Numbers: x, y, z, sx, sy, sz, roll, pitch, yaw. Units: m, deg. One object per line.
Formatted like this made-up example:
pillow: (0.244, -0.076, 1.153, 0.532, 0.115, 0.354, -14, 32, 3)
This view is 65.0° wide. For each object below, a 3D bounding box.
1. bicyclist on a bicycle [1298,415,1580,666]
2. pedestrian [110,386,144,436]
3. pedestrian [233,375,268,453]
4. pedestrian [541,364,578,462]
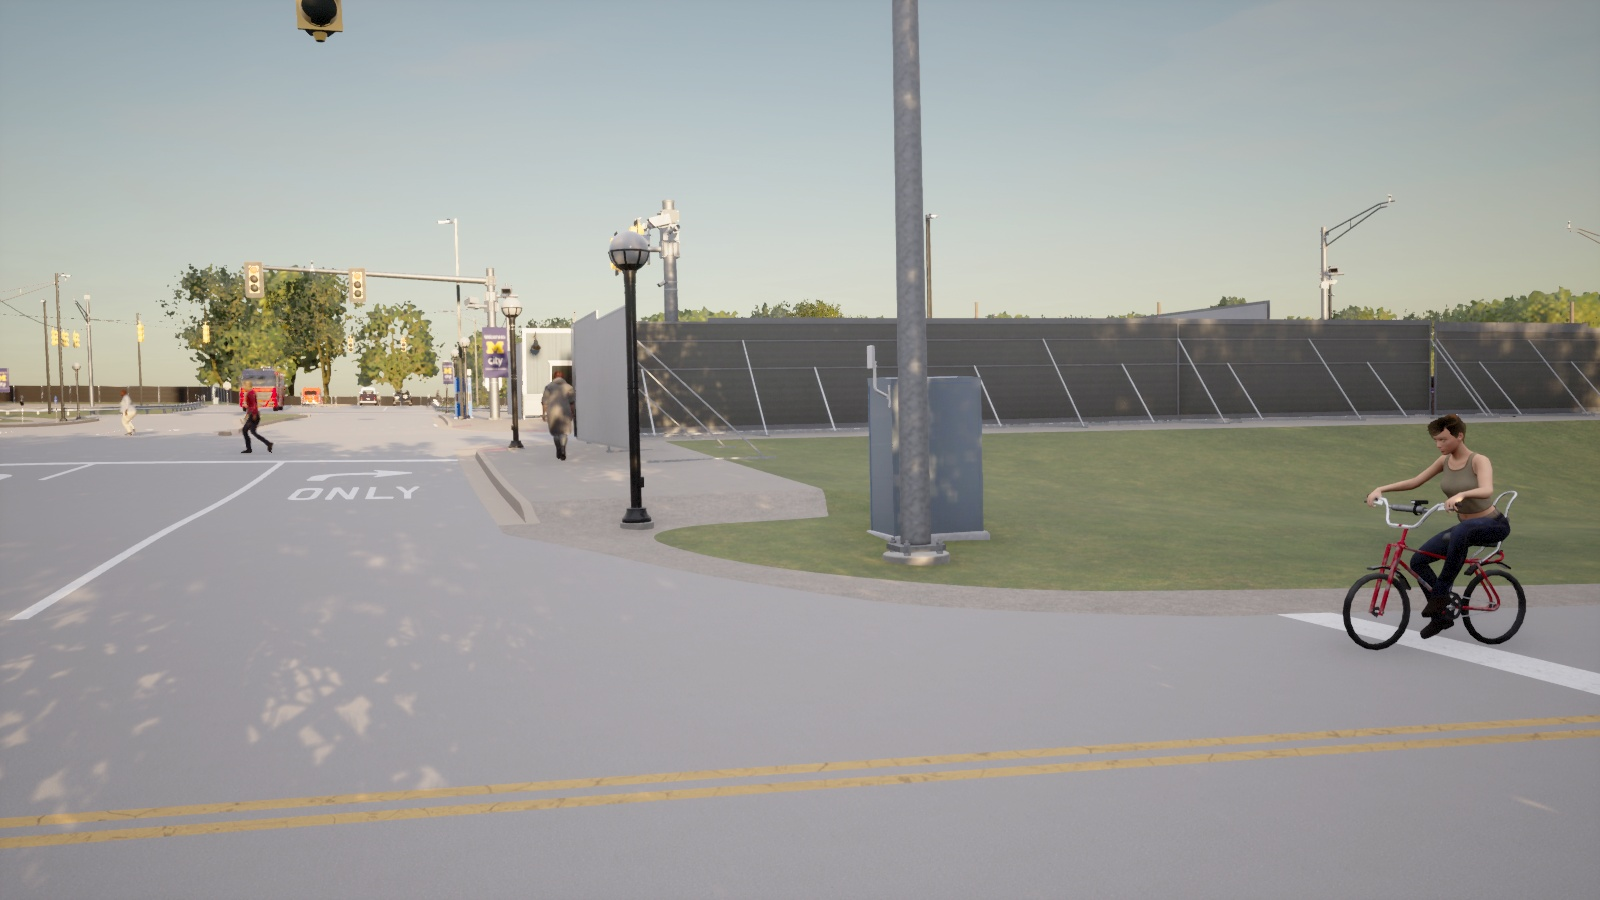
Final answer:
bicyclist on a bicycle: (4.374, 0.569, 8.650, 1.509, 1.612, 0.866, 0, 1, -14)
pedestrian: (-25.671, -1.500, 47.883, 0.900, 1.855, 0.874, -2, 2, -15)
pedestrian: (-13.123, -0.866, 29.995, 0.636, 1.846, 0.331, -2, 2, -9)
pedestrian: (-4.948, -0.765, 25.807, 0.659, 1.952, 0.873, -2, 2, -14)
